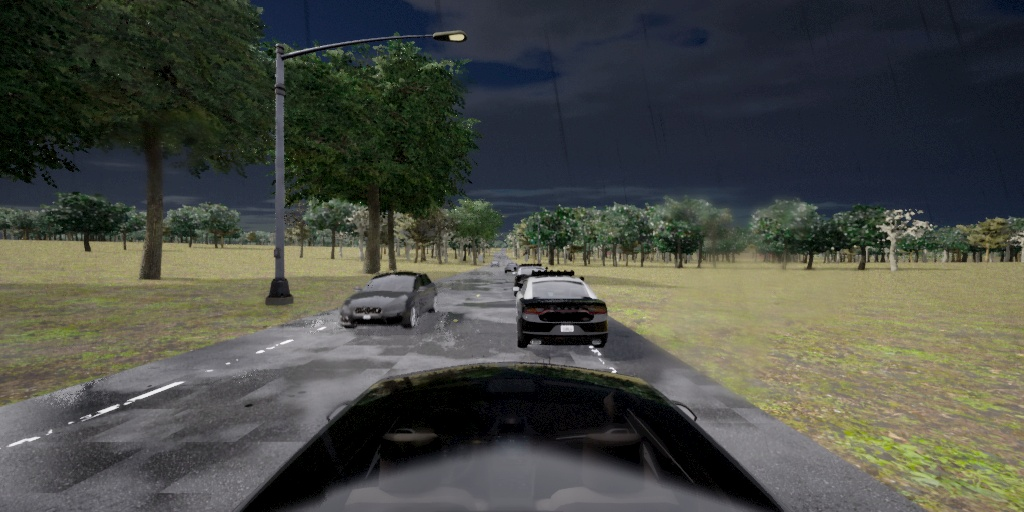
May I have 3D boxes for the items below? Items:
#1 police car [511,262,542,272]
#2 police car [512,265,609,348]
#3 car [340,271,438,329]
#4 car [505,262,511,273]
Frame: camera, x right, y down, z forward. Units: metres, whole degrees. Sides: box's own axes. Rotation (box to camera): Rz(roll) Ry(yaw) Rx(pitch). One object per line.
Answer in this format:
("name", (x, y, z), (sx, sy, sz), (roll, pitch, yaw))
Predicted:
("police car", (1.051, 1.219, 19.406), (1.930, 1.638, 5.238), (0, 0, 0))
("police car", (1.050, 1.183, 9.401), (1.930, 1.638, 5.238), (0, 0, 0))
("car", (-3.599, 1.267, 11.318), (1.837, 1.490, 4.892), (0, 0, 0))
("car", (0.027, 1.571, 47.843), (1.994, 1.385, 4.181), (0, 0, 0))
